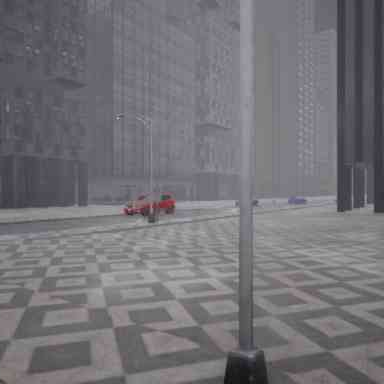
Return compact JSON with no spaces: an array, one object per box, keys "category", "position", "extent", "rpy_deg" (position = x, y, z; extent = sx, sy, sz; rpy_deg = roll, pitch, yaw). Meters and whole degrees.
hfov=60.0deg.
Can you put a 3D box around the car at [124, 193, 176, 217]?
[{"category":"car","position":[-3.844,1.181,31.258],"extent":[2.150,2.045,5.566],"rpy_deg":[0,1,36]}]

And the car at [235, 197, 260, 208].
[{"category":"car","position":[7.840,1.417,47.131],"extent":[1.882,1.535,5.008],"rpy_deg":[0,0,36]}]

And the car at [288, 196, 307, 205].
[{"category":"car","position":[17.569,1.402,55.129],"extent":[1.882,1.535,5.008],"rpy_deg":[0,0,36]}]
